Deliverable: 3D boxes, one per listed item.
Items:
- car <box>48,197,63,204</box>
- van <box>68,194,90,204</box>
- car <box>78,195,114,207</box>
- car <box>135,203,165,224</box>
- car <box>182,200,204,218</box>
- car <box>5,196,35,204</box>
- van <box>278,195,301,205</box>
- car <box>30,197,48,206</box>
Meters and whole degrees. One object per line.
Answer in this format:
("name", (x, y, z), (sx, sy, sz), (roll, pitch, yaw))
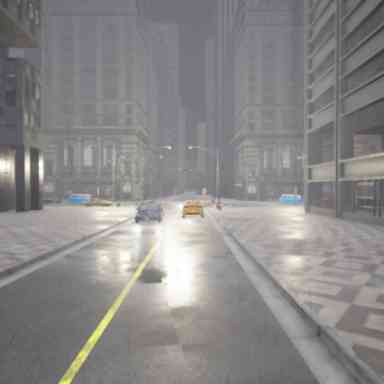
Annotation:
("car", (-25.636, 1.487, 60.041), (4.313, 1.339, 1.947), (0, 1, 0))
("van", (-20.223, 1.277, 60.058), (3.998, 1.788, 1.690), (0, 1, 0))
("car", (-14.625, 1.608, 51.550), (4.829, 1.417, 1.752), (0, 1, 0))
("car", (-3.076, 1.535, 25.024), (1.812, 1.442, 4.674), (0, 0, 0))
("car", (0.102, 1.493, 30.904), (1.882, 1.535, 5.008), (0, 0, 0))
("car", (-31.049, 1.451, 60.021), (4.507, 1.381, 1.887), (0, 1, 0))
("van", (17.762, 1.399, 60.209), (3.998, 1.788, 1.690), (0, 1, 0))
("car", (-25.375, 1.596, 51.518), (4.507, 1.381, 1.887), (0, 1, 0))
